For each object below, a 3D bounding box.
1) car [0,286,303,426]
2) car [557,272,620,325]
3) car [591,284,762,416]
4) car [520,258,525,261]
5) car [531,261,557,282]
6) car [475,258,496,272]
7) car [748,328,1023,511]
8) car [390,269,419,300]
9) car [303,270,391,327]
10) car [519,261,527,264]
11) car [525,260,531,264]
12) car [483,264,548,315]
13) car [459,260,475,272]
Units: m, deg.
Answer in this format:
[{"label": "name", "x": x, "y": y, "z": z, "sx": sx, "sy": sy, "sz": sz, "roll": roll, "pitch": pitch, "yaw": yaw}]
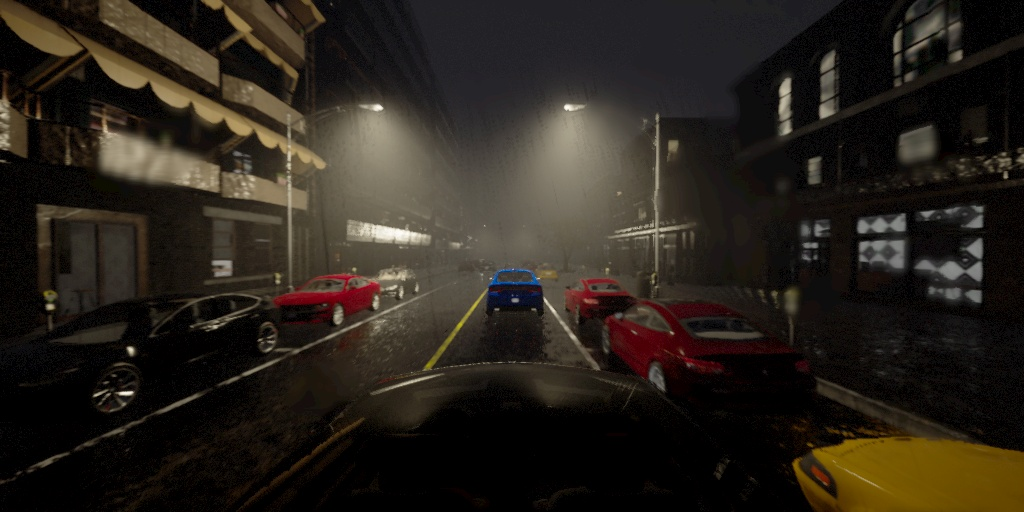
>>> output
[{"label": "car", "x": -5.689, "y": 1.314, "z": 5.848, "sx": 1.948, "sy": 1.339, "sz": 4.313, "roll": 0, "pitch": 0, "yaw": 0}, {"label": "car", "x": 2.693, "y": 1.328, "z": 11.495, "sx": 1.802, "sy": 1.307, "sz": 4.207, "roll": 0, "pitch": 0, "yaw": 0}, {"label": "car", "x": 2.692, "y": 1.330, "z": 5.817, "sx": 1.802, "sy": 1.307, "sz": 4.207, "roll": 0, "pitch": 0, "yaw": 0}, {"label": "car", "x": 2.708, "y": 1.317, "z": 62.591, "sx": 1.802, "sy": 1.307, "sz": 4.207, "roll": 0, "pitch": 0, "yaw": 0}, {"label": "car", "x": 2.698, "y": 1.267, "z": 28.696, "sx": 1.751, "sy": 1.417, "sz": 4.829, "roll": 0, "pitch": 0, "yaw": 0}, {"label": "car", "x": -2.988, "y": 1.235, "z": 44.828, "sx": 2.128, "sy": 1.511, "sz": 4.902, "roll": 0, "pitch": 0, "yaw": 0}, {"label": "car", "x": 2.690, "y": 1.276, "z": 0.310, "sx": 1.751, "sy": 1.417, "sz": 4.829, "roll": 0, "pitch": 0, "yaw": 0}, {"label": "car", "x": -5.686, "y": 1.295, "z": 17.203, "sx": 2.007, "sy": 1.370, "sz": 4.403, "roll": 0, "pitch": 0, "yaw": 0}, {"label": "car", "x": -5.688, "y": 1.292, "z": 11.525, "sx": 1.888, "sy": 1.381, "sz": 4.507, "roll": 0, "pitch": 0, "yaw": 0}, {"label": "car", "x": 0.111, "y": 1.341, "z": 32.780, "sx": 1.895, "sy": 1.301, "sz": 4.718, "roll": 0, "pitch": 0, "yaw": 0}, {"label": "car", "x": 2.701, "y": 1.284, "z": 39.881, "sx": 1.888, "sy": 1.381, "sz": 4.507, "roll": 0, "pitch": 0, "yaw": 0}, {"label": "car", "x": 0.104, "y": 1.223, "z": 13.580, "sx": 1.882, "sy": 1.535, "sz": 5.008, "roll": 0, "pitch": 0, "yaw": 0}, {"label": "car", "x": -5.678, "y": 1.283, "z": 45.590, "sx": 1.888, "sy": 1.381, "sz": 4.507, "roll": 0, "pitch": 0, "yaw": 0}]
